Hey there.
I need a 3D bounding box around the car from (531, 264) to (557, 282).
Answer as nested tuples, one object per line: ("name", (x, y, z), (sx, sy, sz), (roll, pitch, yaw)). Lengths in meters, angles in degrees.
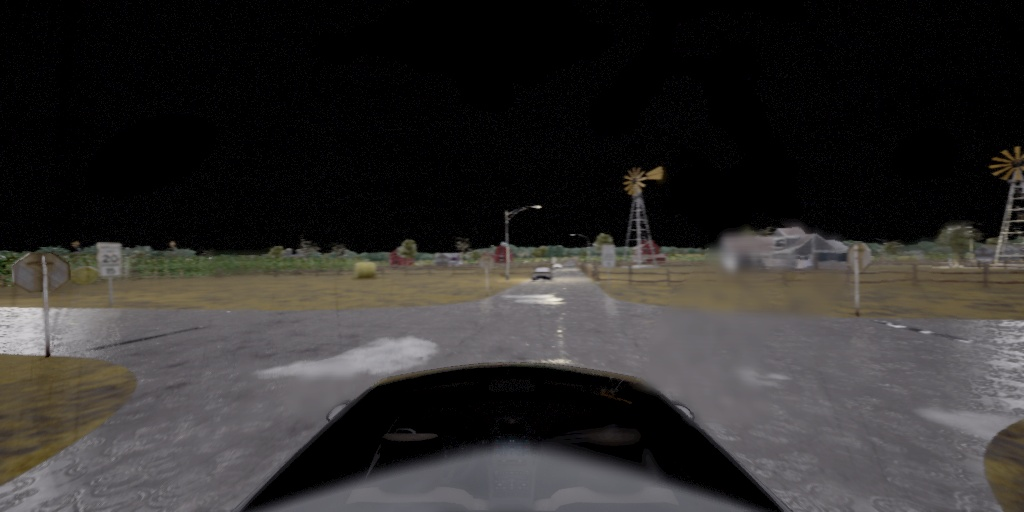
("car", (3.057, 1.772, 35.162), (2.033, 1.411, 5.357), (-1, -1, 9))
